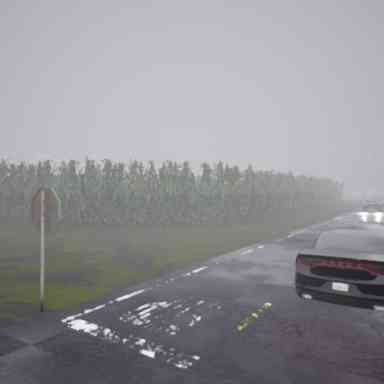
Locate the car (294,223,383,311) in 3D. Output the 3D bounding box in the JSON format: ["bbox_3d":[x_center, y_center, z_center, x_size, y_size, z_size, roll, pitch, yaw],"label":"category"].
[{"bbox_3d":[3.892,1.460,7.735,1.882,1.535,5.008,0,0,33],"label":"car"}]

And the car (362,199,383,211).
[{"bbox_3d":[21.000,1.519,38.589,1.895,1.301,4.718,0,0,33],"label":"car"}]
